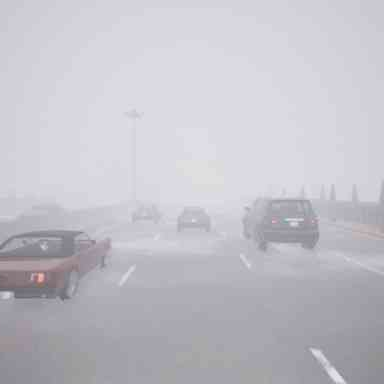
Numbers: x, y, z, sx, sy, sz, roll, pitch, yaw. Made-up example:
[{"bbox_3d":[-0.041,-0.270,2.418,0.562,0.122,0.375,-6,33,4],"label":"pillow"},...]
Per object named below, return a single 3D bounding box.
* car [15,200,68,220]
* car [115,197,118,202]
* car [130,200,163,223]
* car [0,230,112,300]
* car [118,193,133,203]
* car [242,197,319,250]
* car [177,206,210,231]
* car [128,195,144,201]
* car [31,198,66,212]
[{"bbox_3d":[-10.601,1.548,24.018,2.033,1.411,5.357,0,0,0],"label":"car"},{"bbox_3d":[-17.594,1.644,81.958,1.994,1.385,4.181,0,0,-1],"label":"car"},{"bbox_3d":[-3.402,1.565,25.890,1.994,1.385,4.181,0,0,0],"label":"car"},{"bbox_3d":[-3.401,1.601,8.323,1.895,1.301,4.718,0,0,0],"label":"car"},{"bbox_3d":[-14.004,1.304,73.026,2.150,2.045,5.566,0,0,0],"label":"car"},{"bbox_3d":[3.599,1.223,14.403,2.150,2.045,5.566,0,0,0],"label":"car"},{"bbox_3d":[0.099,1.565,20.705,1.994,1.385,4.181,0,0,0],"label":"car"},{"bbox_3d":[-10.513,1.653,64.068,1.895,1.301,4.718,0,0,0],"label":"car"},{"bbox_3d":[-17.587,1.555,41.123,2.033,1.411,5.357,0,0,0],"label":"car"}]
